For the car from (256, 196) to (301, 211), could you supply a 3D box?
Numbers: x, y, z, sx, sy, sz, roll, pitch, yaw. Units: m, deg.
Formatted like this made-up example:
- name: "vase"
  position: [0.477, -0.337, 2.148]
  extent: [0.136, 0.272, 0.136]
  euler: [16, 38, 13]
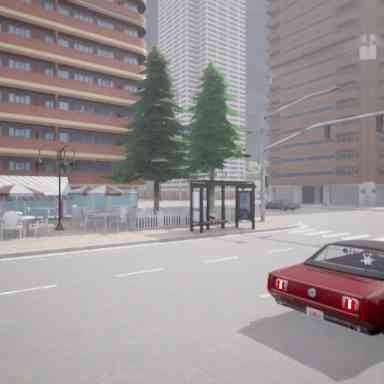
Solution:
- name: "car"
  position: [10.904, 1.614, 41.553]
  extent: [2.033, 1.411, 5.357]
  euler: [0, 0, -36]

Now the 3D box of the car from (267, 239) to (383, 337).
- name: "car"
  position: [3.718, 1.603, 6.461]
  extent: [4.718, 1.301, 1.895]
  euler: [0, 0, -36]
